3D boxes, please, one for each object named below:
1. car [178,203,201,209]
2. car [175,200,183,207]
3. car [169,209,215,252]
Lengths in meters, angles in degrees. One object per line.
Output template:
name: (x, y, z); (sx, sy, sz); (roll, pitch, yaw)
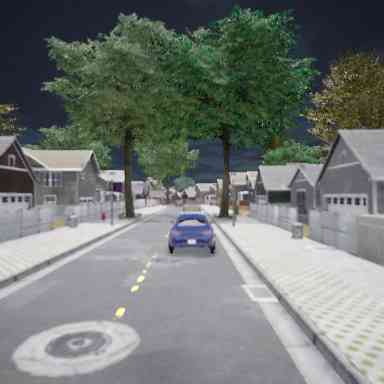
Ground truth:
car: (-0.003, 1.900, 29.121); (1.895, 1.301, 4.718); (0, -1, 0)
car: (-2.763, 2.473, 71.771); (1.837, 1.490, 4.892); (0, -1, 0)
car: (0.004, 1.664, 14.401); (1.812, 1.442, 4.674); (0, 0, 0)
